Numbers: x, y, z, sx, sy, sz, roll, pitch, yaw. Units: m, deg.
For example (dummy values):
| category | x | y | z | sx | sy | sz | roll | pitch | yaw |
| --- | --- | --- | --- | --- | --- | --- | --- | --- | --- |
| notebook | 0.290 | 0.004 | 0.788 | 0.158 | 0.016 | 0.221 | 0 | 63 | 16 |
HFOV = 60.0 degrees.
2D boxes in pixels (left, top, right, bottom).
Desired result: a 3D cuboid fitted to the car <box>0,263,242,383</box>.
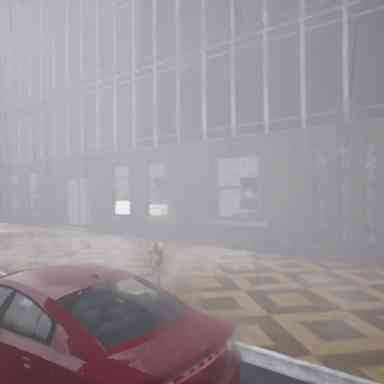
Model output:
| category | x | y | z | sx | sy | sz | roll | pitch | yaw |
| --- | --- | --- | --- | --- | --- | --- | --- | --- | --- |
| car | -1.634 | 1.534 | 3.900 | 4.507 | 1.381 | 1.887 | 0 | -1 | 36 |
